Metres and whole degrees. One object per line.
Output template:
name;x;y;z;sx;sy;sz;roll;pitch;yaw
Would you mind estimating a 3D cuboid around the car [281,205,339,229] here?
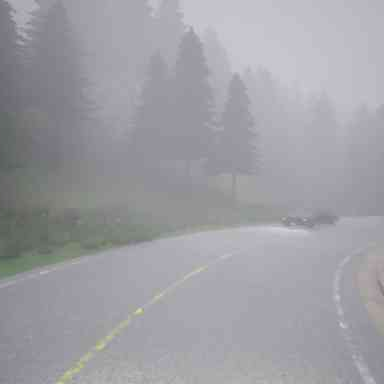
car;8.049;1.591;22.246;2.033;1.411;5.357;2;1;44
